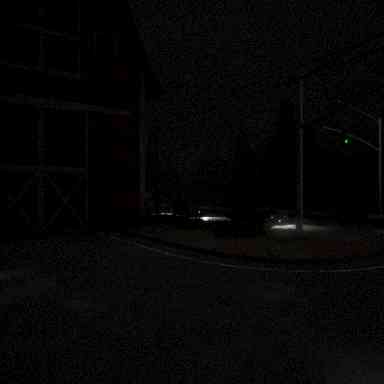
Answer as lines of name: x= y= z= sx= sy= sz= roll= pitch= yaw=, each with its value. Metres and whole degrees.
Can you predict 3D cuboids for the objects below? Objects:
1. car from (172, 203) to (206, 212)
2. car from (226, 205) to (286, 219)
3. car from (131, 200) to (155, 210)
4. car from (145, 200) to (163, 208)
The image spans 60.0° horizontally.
car: x=-0.398 y=1.784 z=33.793 sx=1.994 sy=1.385 sz=4.181 roll=0 pitch=0 yaw=-34
car: x=4.823 y=1.720 z=26.182 sx=2.033 sy=1.411 sz=5.357 roll=0 pitch=0 yaw=-34
car: x=-7.471 y=1.885 z=50.625 sx=1.994 sy=1.385 sz=4.181 roll=0 pitch=0 yaw=-34
car: x=-5.385 y=1.867 z=41.056 sx=1.895 sy=1.301 sz=4.718 roll=0 pitch=0 yaw=-34
